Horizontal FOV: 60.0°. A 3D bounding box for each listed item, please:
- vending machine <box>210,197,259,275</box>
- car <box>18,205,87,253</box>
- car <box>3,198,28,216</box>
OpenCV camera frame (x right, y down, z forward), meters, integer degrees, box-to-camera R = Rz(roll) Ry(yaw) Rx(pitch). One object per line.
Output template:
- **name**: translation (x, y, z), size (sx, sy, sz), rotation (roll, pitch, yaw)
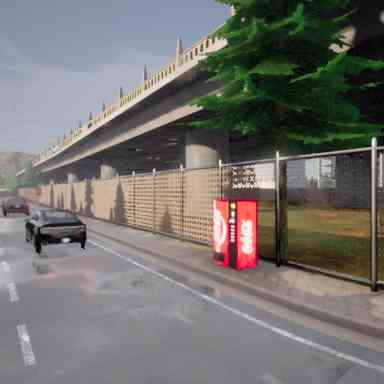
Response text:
- **vending machine**: translation (1.237, 1.195, 9.664), size (1.100, 2.100, 0.880), rotation (0, 0, -32)
- **car**: translation (-5.778, 1.491, 13.907), size (2.128, 1.511, 4.902), rotation (0, 0, -32)
- **car**: translation (-17.373, 1.353, 32.748), size (2.097, 1.767, 4.553), rotation (0, 0, -31)
